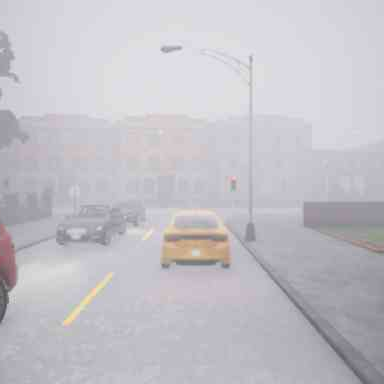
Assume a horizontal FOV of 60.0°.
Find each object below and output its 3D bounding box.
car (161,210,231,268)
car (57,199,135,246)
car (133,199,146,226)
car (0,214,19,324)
[{"bbox_3d":[0.106,1.318,10.695,1.882,1.535,5.008,0,1,0],"label":"car"},{"bbox_3d":[-4.064,1.282,14.133,2.128,1.511,4.902,0,1,0],"label":"car"},{"bbox_3d":[-3.998,1.200,20.600,1.837,1.490,4.892,0,1,0],"label":"car"},{"bbox_3d":[-4.097,1.170,3.558,2.150,2.045,5.566,0,0,0],"label":"car"}]
